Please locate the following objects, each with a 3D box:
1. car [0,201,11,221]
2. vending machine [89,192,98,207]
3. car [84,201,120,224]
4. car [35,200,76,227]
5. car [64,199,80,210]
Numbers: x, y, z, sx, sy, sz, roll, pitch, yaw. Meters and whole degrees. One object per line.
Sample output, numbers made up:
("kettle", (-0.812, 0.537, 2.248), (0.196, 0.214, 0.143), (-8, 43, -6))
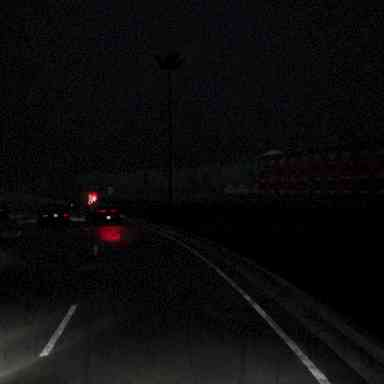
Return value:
("car", (-15.554, 1.454, 26.374), (1.882, 1.535, 5.008), (0, 0, -27))
("vending machine", (-13.870, 1.094, 46.768), (1.100, 2.100, 0.880), (0, 0, -28))
("car", (-6.675, 1.449, 24.451), (1.837, 1.490, 4.892), (0, 0, -27))
("car", (-9.614, 1.510, 22.790), (2.033, 1.411, 5.357), (0, 0, -28))
("car", (-14.736, 1.490, 39.920), (1.994, 1.385, 4.181), (0, 0, -28))
